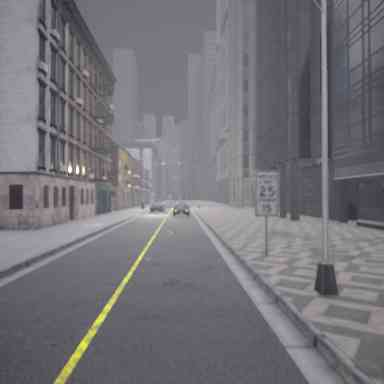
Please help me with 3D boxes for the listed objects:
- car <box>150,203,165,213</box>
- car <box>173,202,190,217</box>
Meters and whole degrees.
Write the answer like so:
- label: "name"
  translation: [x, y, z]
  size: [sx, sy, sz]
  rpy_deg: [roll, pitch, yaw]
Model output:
- label: "car"
  translation: [-4.639, 2.165, 44.996]
  size: [1.895, 1.301, 4.718]
  rpy_deg: [0, -1, -2]
- label: "car"
  translation: [-1.203, 2.067, 37.674]
  size: [1.895, 1.301, 4.718]
  rpy_deg: [0, -1, -2]
